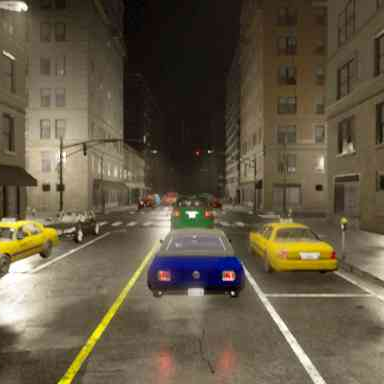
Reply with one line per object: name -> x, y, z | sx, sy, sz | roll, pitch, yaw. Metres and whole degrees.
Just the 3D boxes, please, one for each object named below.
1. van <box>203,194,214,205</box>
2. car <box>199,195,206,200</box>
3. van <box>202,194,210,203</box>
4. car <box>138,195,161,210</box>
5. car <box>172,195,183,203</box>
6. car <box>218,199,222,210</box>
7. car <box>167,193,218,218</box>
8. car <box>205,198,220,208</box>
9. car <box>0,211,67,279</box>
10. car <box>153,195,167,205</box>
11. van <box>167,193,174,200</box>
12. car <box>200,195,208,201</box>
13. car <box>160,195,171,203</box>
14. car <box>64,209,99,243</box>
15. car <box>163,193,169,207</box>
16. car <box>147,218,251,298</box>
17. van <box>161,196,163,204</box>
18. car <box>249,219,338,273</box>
van -> 2.899, 1.278, 59.024 | 1.690, 1.788, 3.998 | 0, 0, 0
car -> 2.924, 1.489, 92.032 | 1.802, 1.307, 4.206 | 0, 0, 0
van -> 2.907, 1.268, 70.027 | 1.690, 1.788, 3.998 | 0, 0, 0
car -> -5.639, 1.266, 42.527 | 2.192, 1.841, 5.009 | 0, 0, 0
car -> -2.954, 1.420, 68.210 | 2.128, 1.511, 4.902 | 0, 0, 0
car -> 2.888, 1.496, 42.520 | 1.887, 1.381, 4.507 | 0, 0, 0
car -> 0.013, 1.197, 18.218 | 2.150, 2.045, 5.566 | 0, 0, 0
car -> 2.892, 1.512, 48.021 | 1.947, 1.339, 4.313 | 0, 0, 0
car -> -5.662, 1.511, 10.058 | 1.752, 1.417, 4.829 | 0, 0, 0
car -> -5.626, 1.377, 59.031 | 1.967, 1.590, 4.097 | 0, 0, 0
van -> -5.606, 1.253, 86.538 | 1.690, 1.788, 3.998 | 0, 0, 0
car -> 2.916, 1.499, 81.030 | 1.802, 1.307, 4.206 | 0, 0, 0
car -> -5.618, 1.367, 70.034 | 1.967, 1.590, 4.097 | 0, 0, 0
car -> -5.658, 1.529, 15.753 | 2.008, 1.369, 4.403 | 0, 0, 0
car -> -3.049, 1.166, 50.796 | 2.150, 2.045, 5.566 | 0, 0, 0
car -> 0.089, 1.589, 8.452 | 1.895, 1.301, 4.718 | 0, 0, 0
van -> -5.634, 1.288, 48.028 | 1.690, 1.788, 3.998 | 0, 0, 0
car -> 2.864, 1.511, 10.391 | 1.752, 1.417, 4.829 | 0, 0, 0
